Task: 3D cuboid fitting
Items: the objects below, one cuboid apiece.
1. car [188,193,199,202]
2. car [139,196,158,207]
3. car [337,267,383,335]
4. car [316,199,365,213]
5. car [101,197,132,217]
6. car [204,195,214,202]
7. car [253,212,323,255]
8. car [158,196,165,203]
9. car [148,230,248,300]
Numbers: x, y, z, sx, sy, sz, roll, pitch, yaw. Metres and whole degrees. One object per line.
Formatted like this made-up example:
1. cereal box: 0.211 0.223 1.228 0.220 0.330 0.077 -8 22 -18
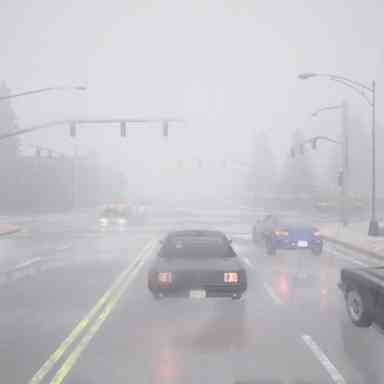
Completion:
1. car: 0.306 1.225 74.932 2.150 2.045 5.566 0 0 0
2. car: -6.889 1.564 51.453 1.994 1.385 4.181 0 0 0
3. car: 3.612 1.601 4.050 1.895 1.301 4.718 0 0 0
4. car: 16.069 1.478 36.137 5.008 1.535 1.882 0 0 0
5. car: -6.978 1.352 31.034 2.097 1.767 4.553 0 0 0
6. car: 3.810 1.355 75.038 2.097 1.767 4.553 0 0 0
7. car: 3.633 1.526 13.153 1.812 1.442 4.674 0 0 0
8. car: -6.722 1.568 69.039 1.812 1.442 4.674 0 0 0
9. car: 0.097 1.601 8.361 1.895 1.301 4.718 0 0 0
